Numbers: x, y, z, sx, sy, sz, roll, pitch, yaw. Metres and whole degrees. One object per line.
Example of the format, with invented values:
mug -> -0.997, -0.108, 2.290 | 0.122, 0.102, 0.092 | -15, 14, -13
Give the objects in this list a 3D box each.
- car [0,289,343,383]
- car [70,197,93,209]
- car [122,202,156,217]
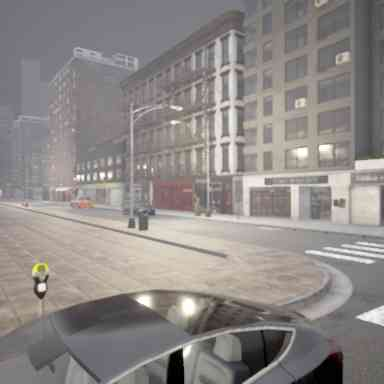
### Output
car -> -0.673, 1.565, 2.330 | 4.313, 1.339, 1.947 | 0, 0, -35
car -> -15.590, 1.462, 46.789 | 2.097, 1.767, 4.553 | 0, 0, -35
car -> -5.220, 1.620, 32.170 | 1.994, 1.385, 4.181 | 0, 0, -35
